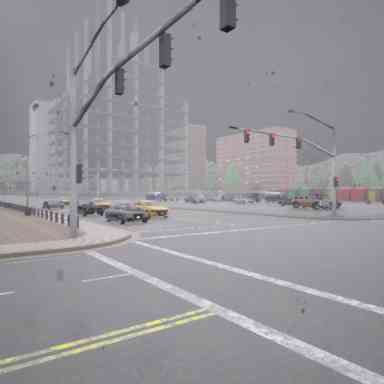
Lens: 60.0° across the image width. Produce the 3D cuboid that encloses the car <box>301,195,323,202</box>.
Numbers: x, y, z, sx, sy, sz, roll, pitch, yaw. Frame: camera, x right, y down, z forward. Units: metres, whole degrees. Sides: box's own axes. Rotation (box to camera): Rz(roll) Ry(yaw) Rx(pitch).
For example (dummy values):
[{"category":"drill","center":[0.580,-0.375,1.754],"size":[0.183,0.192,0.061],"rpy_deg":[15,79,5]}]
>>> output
[{"category":"car","center":[24.906,1.364,69.173],"size":[1.784,1.438,3.905],"rpy_deg":[0,0,-35]}]

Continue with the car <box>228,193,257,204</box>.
[{"category":"car","center":[8.763,1.395,57.717],"size":[1.970,1.475,3.806],"rpy_deg":[0,0,-35]}]

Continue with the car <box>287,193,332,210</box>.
[{"category":"car","center":[14.251,1.153,40.269],"size":[1.932,1.855,4.605],"rpy_deg":[0,0,-35]}]

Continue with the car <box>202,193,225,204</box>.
[{"category":"car","center":[4.748,1.395,73.376],"size":[1.970,1.475,3.806],"rpy_deg":[0,0,-35]}]

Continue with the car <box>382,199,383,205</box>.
[{"category":"car","center":[32.642,1.156,53.263],"size":[1.905,1.878,3.866],"rpy_deg":[0,0,-35]}]

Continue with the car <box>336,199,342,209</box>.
[{"category":"car","center":[16.645,1.156,41.896],"size":[1.905,1.878,3.866],"rpy_deg":[0,0,-35]}]

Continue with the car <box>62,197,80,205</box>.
[{"category":"car","center":[-22.544,1.564,61.818],"size":[1.994,1.385,4.181],"rpy_deg":[0,0,-35]}]

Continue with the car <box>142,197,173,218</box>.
[{"category":"car","center":[-3.888,1.478,29.280],"size":[1.882,1.535,5.008],"rpy_deg":[0,0,-35]}]

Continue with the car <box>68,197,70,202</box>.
[{"category":"car","center":[-19.663,1.477,51.508],"size":[1.882,1.535,5.008],"rpy_deg":[0,0,-35]}]

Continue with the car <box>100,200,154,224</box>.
[{"category":"car","center":[-4.871,1.564,24.630],"size":[1.994,1.385,4.181],"rpy_deg":[0,0,-35]}]

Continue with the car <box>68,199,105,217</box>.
[{"category":"car","center":[-9.952,1.601,31.755],"size":[1.895,1.301,4.718],"rpy_deg":[0,0,-36]}]

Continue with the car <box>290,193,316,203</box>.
[{"category":"car","center":[22.504,1.153,67.552],"size":[1.932,1.855,4.605],"rpy_deg":[0,0,-35]}]

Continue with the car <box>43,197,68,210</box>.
[{"category":"car","center":[-17.989,1.526,43.061],"size":[1.812,1.442,4.674],"rpy_deg":[0,0,-36]}]

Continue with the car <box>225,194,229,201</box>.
[{"category":"car","center":[7.111,1.364,75.048],"size":[1.784,1.438,3.905],"rpy_deg":[0,0,-35]}]

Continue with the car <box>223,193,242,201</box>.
[{"category":"car","center":[9.273,1.153,76.639],"size":[1.932,1.855,4.605],"rpy_deg":[0,0,-35]}]
